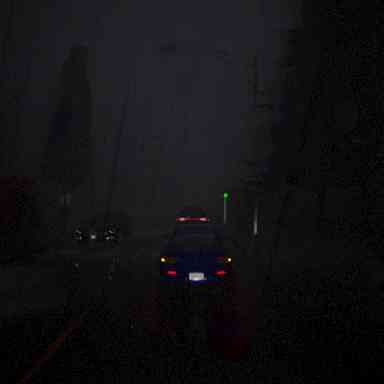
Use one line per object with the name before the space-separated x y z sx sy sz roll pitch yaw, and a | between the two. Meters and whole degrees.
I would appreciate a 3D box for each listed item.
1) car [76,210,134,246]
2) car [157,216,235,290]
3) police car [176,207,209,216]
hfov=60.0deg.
car | -4.047 1.652 16.099 1.837 1.490 4.892 0 -1 0
car | 0.092 1.609 9.216 1.812 1.442 4.674 0 0 0
police car | 0.034 1.686 20.197 2.038 1.542 4.974 0 -1 0
